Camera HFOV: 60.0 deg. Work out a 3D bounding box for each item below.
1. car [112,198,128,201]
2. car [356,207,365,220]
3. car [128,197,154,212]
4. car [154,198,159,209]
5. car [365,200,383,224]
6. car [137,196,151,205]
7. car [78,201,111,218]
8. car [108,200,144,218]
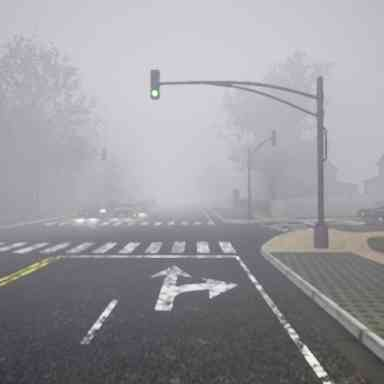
[{"bbox_3d":[-9.855,1.830,42.046,1.837,1.490,4.892,0,0,0],"label":"car"},{"bbox_3d":[13.156,1.192,21.997,4.181,1.385,1.994,-2,-1,-6],"label":"car"},{"bbox_3d":[-6.605,1.830,43.606,2.128,1.511,4.902,0,0,0],"label":"car"},{"bbox_3d":[-6.600,1.774,53.508,2.097,1.767,4.553,0,0,0],"label":"car"},{"bbox_3d":[12.852,1.188,19.011,4.718,1.301,1.895,-2,-1,-6],"label":"car"},{"bbox_3d":[-9.766,1.707,67.885,2.097,1.767,4.553,0,0,0],"label":"car"},{"bbox_3d":[-9.855,1.818,33.139,1.994,1.385,4.181,0,0,0],"label":"car"},{"bbox_3d":[-6.606,1.807,33.833,2.033,1.411,5.357,0,0,0],"label":"car"}]
